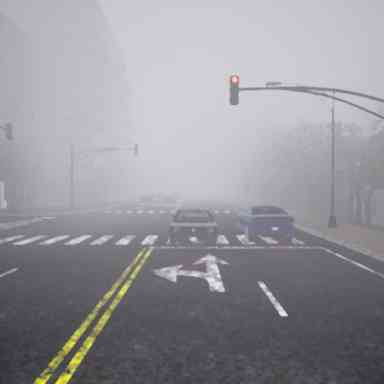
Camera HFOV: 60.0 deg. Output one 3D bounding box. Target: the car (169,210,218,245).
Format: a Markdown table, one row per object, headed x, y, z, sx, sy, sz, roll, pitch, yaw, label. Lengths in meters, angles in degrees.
| x | y | z | sx | sy | sz | roll | pitch | yaw | label |
| --- | --- | --- | --- | --- | --- | --- | --- | --- | --- |
| 0.070 | 1.422 | 14.555 | 1.895 | 1.301 | 4.718 | 0 | 1 | 0 | car |

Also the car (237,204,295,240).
| x | y | z | sx | sy | sz | roll | pitch | yaw | label |
| --- | --- | --- | --- | --- | --- | --- | --- | --- | --- |
| 3.325 | 1.284 | 15.727 | 1.882 | 1.535 | 5.008 | 0 | 1 | 0 | car |

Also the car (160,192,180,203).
| x | y | z | sx | sy | sz | roll | pitch | yaw | label |
| --- | --- | --- | --- | --- | --- | --- | --- | --- | --- |
| -3.324 | 0.994 | 50.583 | 1.895 | 1.301 | 4.718 | 0 | 1 | 0 | car |

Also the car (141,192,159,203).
| x | y | z | sx | sy | sz | roll | pitch | yaw | label |
| --- | --- | --- | --- | --- | --- | --- | --- | --- | --- |
| -6.572 | 0.957 | 50.623 | 1.994 | 1.385 | 4.181 | 0 | 1 | 0 | car |

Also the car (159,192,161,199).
| x | y | z | sx | sy | sz | roll | pitch | yaw | label |
| --- | --- | --- | --- | --- | --- | --- | --- | --- | --- |
| -6.504 | 0.778 | 66.123 | 1.994 | 1.385 | 4.181 | 0 | 1 | 1 | car |
